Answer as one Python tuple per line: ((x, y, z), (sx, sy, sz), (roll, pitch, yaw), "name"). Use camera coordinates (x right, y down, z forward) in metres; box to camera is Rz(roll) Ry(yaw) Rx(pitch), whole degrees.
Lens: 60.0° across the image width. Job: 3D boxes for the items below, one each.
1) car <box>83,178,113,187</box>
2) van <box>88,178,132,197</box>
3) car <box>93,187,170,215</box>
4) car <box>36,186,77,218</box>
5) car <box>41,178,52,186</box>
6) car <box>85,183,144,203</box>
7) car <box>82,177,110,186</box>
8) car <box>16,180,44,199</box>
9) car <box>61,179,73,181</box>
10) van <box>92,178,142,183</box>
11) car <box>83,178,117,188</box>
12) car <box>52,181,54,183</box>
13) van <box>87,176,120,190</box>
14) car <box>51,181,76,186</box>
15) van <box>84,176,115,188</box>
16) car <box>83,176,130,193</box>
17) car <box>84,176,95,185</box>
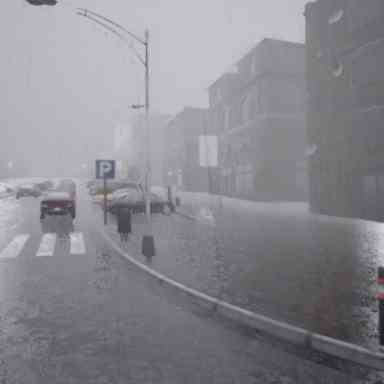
((-17.304, -1.751, 61.389), (4.792, 1.488, 2.163), (0, 3, -39), "car")
((-9.394, -0.572, 38.304), (4.442, 1.987, 1.878), (0, 4, -39), "van")
((-4.308, 0.587, 24.040), (4.674, 1.452, 2.002), (0, 4, -39), "car")
((-8.233, 0.647, 20.563), (1.882, 1.535, 5.008), (0, 3, -20), "car")
((-19.549, -0.809, 42.693), (1.882, 1.535, 5.008), (0, 3, -19), "car")
((-5.453, 0.366, 26.790), (5.366, 1.575, 1.946), (0, 4, -39), "car")
((-19.355, -2.135, 67.106), (4.892, 1.521, 2.231), (0, 3, -39), "car")
((-15.832, -0.111, 32.305), (1.812, 1.442, 4.674), (0, 3, -19), "car")
((-16.980, -1.020, 45.226), (2.097, 1.767, 4.553), (0, 3, -19), "car")
((-6.214, -0.037, 29.845), (4.442, 1.987, 1.878), (0, 3, -39), "van")
((-16.179, -1.606, 58.613), (5.366, 1.575, 1.946), (0, 3, -39), "car")
((-22.717, -1.347, 51.758), (1.837, 1.490, 4.892), (0, 3, -19), "car")
((-13.224, -1.291, 49.942), (4.442, 1.987, 1.878), (0, 3, -39), "van")
((-13.220, -0.149, 34.702), (1.994, 1.385, 4.181), (0, 3, -19), "car")
((-15.400, -1.647, 55.530), (4.442, 1.987, 1.878), (0, 4, -39), "van")
((-11.288, -0.957, 44.143), (5.566, 2.045, 2.435), (0, 3, -39), "car")
((-7.322, -0.240, 32.616), (5.566, 2.045, 2.435), (0, 4, -39), "car")
